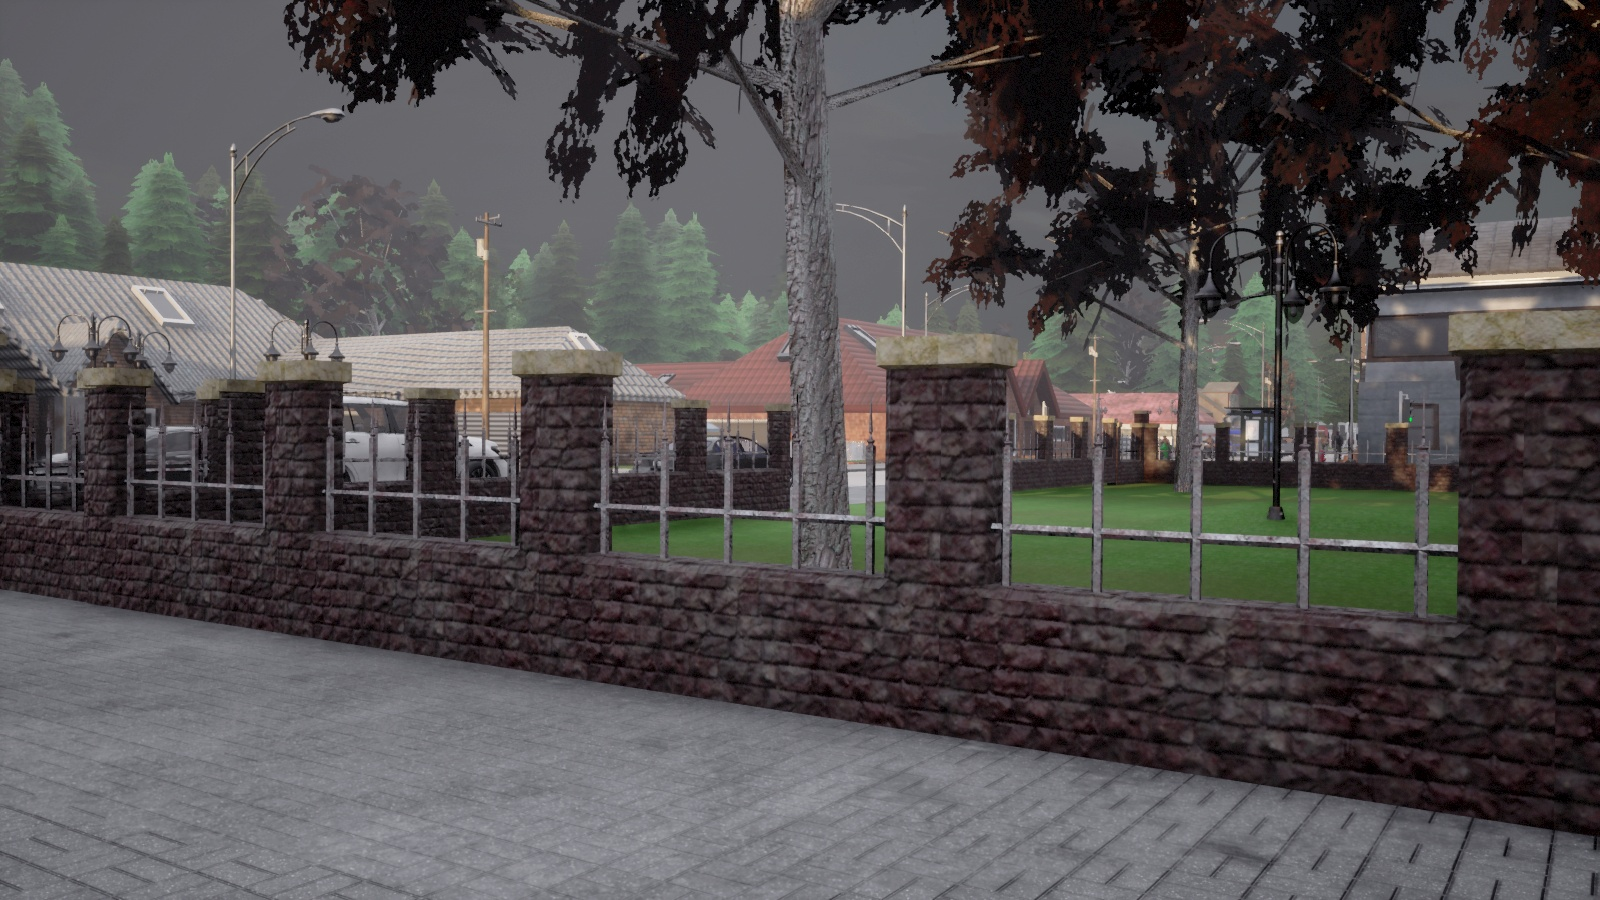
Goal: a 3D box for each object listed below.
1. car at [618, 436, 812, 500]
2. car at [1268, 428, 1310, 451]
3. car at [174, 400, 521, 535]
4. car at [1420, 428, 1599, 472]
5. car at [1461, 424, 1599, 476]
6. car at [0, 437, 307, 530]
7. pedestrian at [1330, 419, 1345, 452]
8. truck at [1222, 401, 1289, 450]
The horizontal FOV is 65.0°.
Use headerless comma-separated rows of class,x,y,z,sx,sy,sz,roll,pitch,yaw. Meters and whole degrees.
car,-1.944,0.375,30.879,2.033,1.411,5.357,0,1,31
car,32.699,-0.697,83.929,1.845,1.501,3.633,0,1,33
car,-7.683,0.219,22.017,2.150,2.045,5.566,0,1,32
car,24.117,-0.021,42.563,5.357,1.411,2.033,0,1,33
car,23.066,-0.023,38.337,5.008,1.535,1.882,0,1,30
car,-11.835,0.527,23.145,1.837,1.490,4.892,0,1,35
pedestrian,30.529,-0.810,71.362,0.563,1.883,0.849,0,1,38
truck,33.755,-1.824,92.845,2.891,3.462,7.936,0,1,33
